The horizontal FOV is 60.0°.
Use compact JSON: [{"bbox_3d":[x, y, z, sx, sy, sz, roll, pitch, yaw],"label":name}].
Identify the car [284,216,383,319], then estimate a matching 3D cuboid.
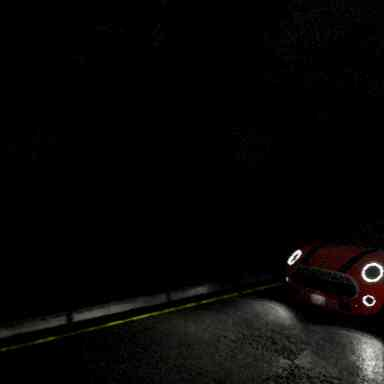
[{"bbox_3d":[4.118,1.359,7.343,4.553,1.767,2.097,0,0,-35],"label":"car"}]
